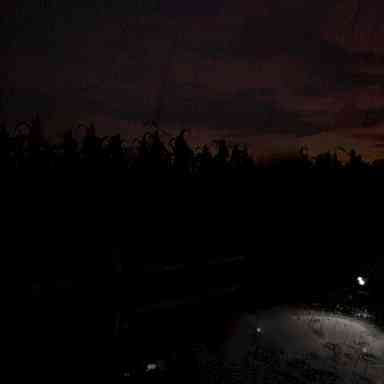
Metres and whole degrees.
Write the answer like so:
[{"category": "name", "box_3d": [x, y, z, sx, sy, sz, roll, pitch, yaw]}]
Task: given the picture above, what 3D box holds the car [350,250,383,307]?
[{"category": "car", "box_3d": [5.578, 1.528, 7.059, 5.357, 1.411, 2.033, 0, 0, -36]}]
